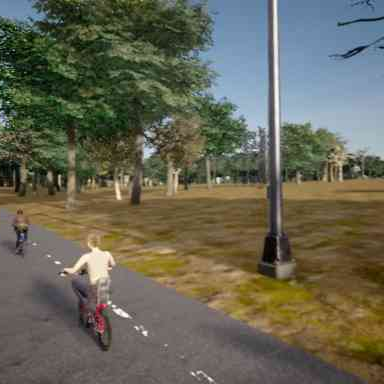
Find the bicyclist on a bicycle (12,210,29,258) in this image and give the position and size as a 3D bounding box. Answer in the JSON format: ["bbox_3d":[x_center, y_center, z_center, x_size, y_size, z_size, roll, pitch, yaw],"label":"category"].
[{"bbox_3d":[-6.072,1.472,11.835,0.582,1.620,1.656,-1,0,-34],"label":"bicyclist on a bicycle"}]

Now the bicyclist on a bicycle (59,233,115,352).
[{"bbox_3d":[-1.517,1.428,5.071,0.866,1.612,1.509,-1,0,-34],"label":"bicyclist on a bicycle"}]
